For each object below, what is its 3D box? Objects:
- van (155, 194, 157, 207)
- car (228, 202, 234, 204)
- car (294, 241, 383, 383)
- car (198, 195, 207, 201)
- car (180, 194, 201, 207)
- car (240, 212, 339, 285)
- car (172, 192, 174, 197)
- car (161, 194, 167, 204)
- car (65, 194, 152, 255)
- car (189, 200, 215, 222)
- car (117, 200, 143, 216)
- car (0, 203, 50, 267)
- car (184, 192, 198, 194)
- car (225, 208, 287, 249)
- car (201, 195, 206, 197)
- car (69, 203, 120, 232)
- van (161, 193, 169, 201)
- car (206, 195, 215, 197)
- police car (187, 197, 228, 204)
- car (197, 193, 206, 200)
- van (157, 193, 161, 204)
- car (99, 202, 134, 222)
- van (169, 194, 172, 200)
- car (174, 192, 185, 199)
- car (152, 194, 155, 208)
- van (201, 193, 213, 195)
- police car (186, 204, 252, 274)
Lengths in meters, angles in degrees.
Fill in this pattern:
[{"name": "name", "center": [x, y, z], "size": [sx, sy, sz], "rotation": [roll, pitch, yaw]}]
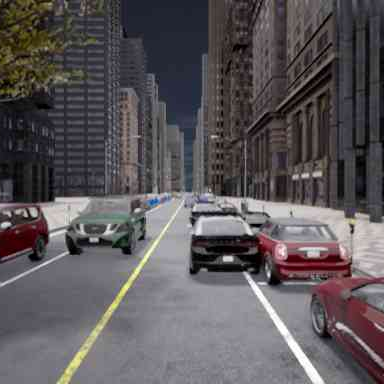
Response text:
[{"name": "van", "center": [-5.951, 1.221, 43.428], "size": [1.690, 1.788, 3.998], "rotation": [0, 0, 0]}, {"name": "car", "center": [2.648, 1.476, 26.441], "size": [2.008, 1.369, 4.403], "rotation": [0, 0, 0]}, {"name": "car", "center": [2.745, 1.570, 3.732], "size": [1.802, 1.307, 4.206], "rotation": [0, 0, 0]}, {"name": "car", "center": [2.428, 1.381, 77.540], "size": [1.802, 1.307, 4.206], "rotation": [0, 0, 0]}, {"name": "car", "center": [-0.183, 1.419, 46.980], "size": [2.033, 1.411, 5.357], "rotation": [0, 0, 0]}, {"name": "car", "center": [2.721, 1.412, 9.409], "size": [1.967, 1.590, 4.097], "rotation": [0, 0, 0]}, {"name": "car", "center": [-6.121, 1.313, 83.000], "size": [1.752, 1.417, 4.829], "rotation": [0, 0, 0]}, {"name": "car", "center": [-6.024, 1.420, 60.461], "size": [1.802, 1.307, 4.206], "rotation": [0, 0, 0]}, {"name": "car", "center": [-3.159, 1.182, 13.443], "size": [2.150, 2.045, 5.566], "rotation": [0, 0, 0]}, {"name": "car", "center": [0.722, 1.431, 26.457], "size": [1.837, 1.490, 4.892], "rotation": [0, 0, 0]}, {"name": "car", "center": [-5.902, 1.492, 32.074], "size": [1.802, 1.307, 4.206], "rotation": [0, 0, 0]}, {"name": "car", "center": [-5.804, 1.287, 9.363], "size": [2.192, 1.841, 5.009], "rotation": [0, 0, 0]}, {"name": "car", "center": [-0.277, 1.334, 64.353], "size": [1.837, 1.490, 4.892], "rotation": [0, 0, 0]}, {"name": "car", "center": [2.697, 1.522, 15.087], "size": [1.947, 1.339, 4.313], "rotation": [0, 0, 0]}, {"name": "car", "center": [2.574, 1.431, 43.475], "size": [2.008, 1.369, 4.403], "rotation": [0, 0, 0]}, {"name": "car", "center": [-5.852, 1.466, 20.549], "size": [1.752, 1.417, 4.829], "rotation": [0, 0, 0]}, {"name": "van", "center": [-6.049, 1.166, 66.138], "size": [1.690, 1.788, 3.998], "rotation": [0, 0, 0]}, {"name": "car", "center": [2.623, 1.350, 32.118], "size": [1.967, 1.590, 4.097], "rotation": [0, 0, 0]}, {"name": "police car", "center": [0.811, 1.366, 20.566], "size": [1.930, 1.638, 5.238], "rotation": [0, 0, 0]}, {"name": "car", "center": [2.403, 1.102, 83.216], "size": [2.192, 1.841, 5.009], "rotation": [0, 0, 0]}, {"name": "van", "center": [-5.976, 1.207, 49.106], "size": [1.690, 1.788, 3.998], "rotation": [0, 0, 0]}, {"name": "car", "center": [-5.877, 1.507, 26.397], "size": [1.802, 1.307, 4.206], "rotation": [0, 0, 0]}, {"name": "van", "center": [-6.098, 1.141, 77.492], "size": [1.690, 1.788, 3.998], "rotation": [0, 0, 0]}, {"name": "car", "center": [-3.380, 1.316, 88.439], "size": [1.812, 1.442, 4.674], "rotation": [0, 0, 0]}, {"name": "car", "center": [-5.927, 1.210, 37.751], "size": [2.192, 1.841, 5.009], "rotation": [0, 0, 0]}, {"name": "van", "center": [2.549, 1.207, 49.152], "size": [1.690, 1.788, 3.998], "rotation": [0, 0, 0]}, {"name": "police car", "center": [0.854, 1.394, 10.566], "size": [1.930, 1.638, 5.238], "rotation": [0, 0, 0]}]
